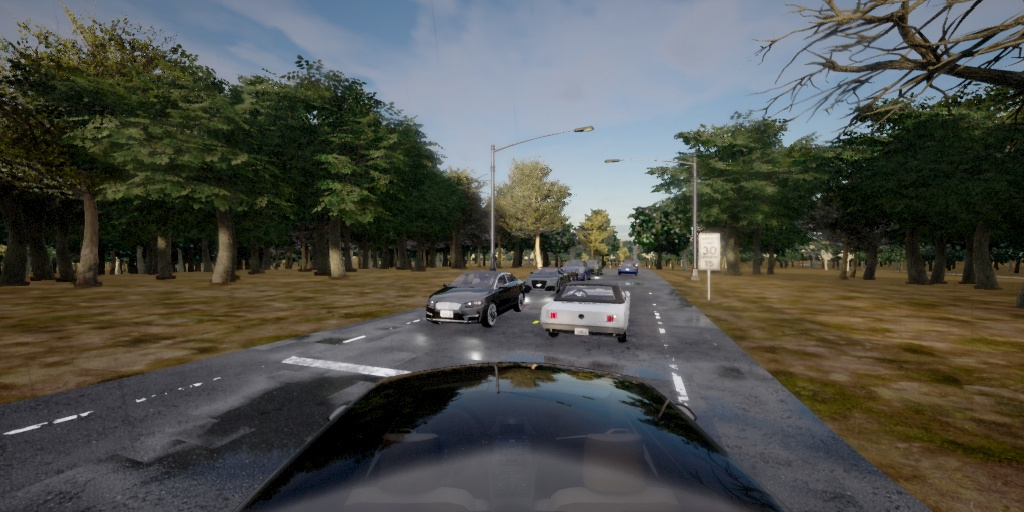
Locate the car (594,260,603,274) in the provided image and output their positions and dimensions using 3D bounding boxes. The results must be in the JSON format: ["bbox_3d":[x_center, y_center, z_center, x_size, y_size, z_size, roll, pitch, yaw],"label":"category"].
[{"bbox_3d":[8.290,1.165,37.636,2.097,1.767,4.553,0,-1,20],"label":"car"}]

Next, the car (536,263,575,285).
[{"bbox_3d":[2.033,1.296,20.029,1.994,1.385,4.181,0,0,20],"label":"car"}]

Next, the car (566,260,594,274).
[{"bbox_3d":[4.969,1.094,28.330,2.097,1.767,4.553,0,0,20],"label":"car"}]

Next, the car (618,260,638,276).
[{"bbox_3d":[12.711,1.416,39.283,1.994,1.385,4.181,0,-1,20],"label":"car"}]

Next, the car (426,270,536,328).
[{"bbox_3d":[-0.950,1.233,11.623,2.128,1.511,4.902,0,0,18],"label":"car"}]

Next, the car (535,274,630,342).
[{"bbox_3d":[2.250,1.344,9.843,1.895,1.301,4.718,0,0,19],"label":"car"}]
